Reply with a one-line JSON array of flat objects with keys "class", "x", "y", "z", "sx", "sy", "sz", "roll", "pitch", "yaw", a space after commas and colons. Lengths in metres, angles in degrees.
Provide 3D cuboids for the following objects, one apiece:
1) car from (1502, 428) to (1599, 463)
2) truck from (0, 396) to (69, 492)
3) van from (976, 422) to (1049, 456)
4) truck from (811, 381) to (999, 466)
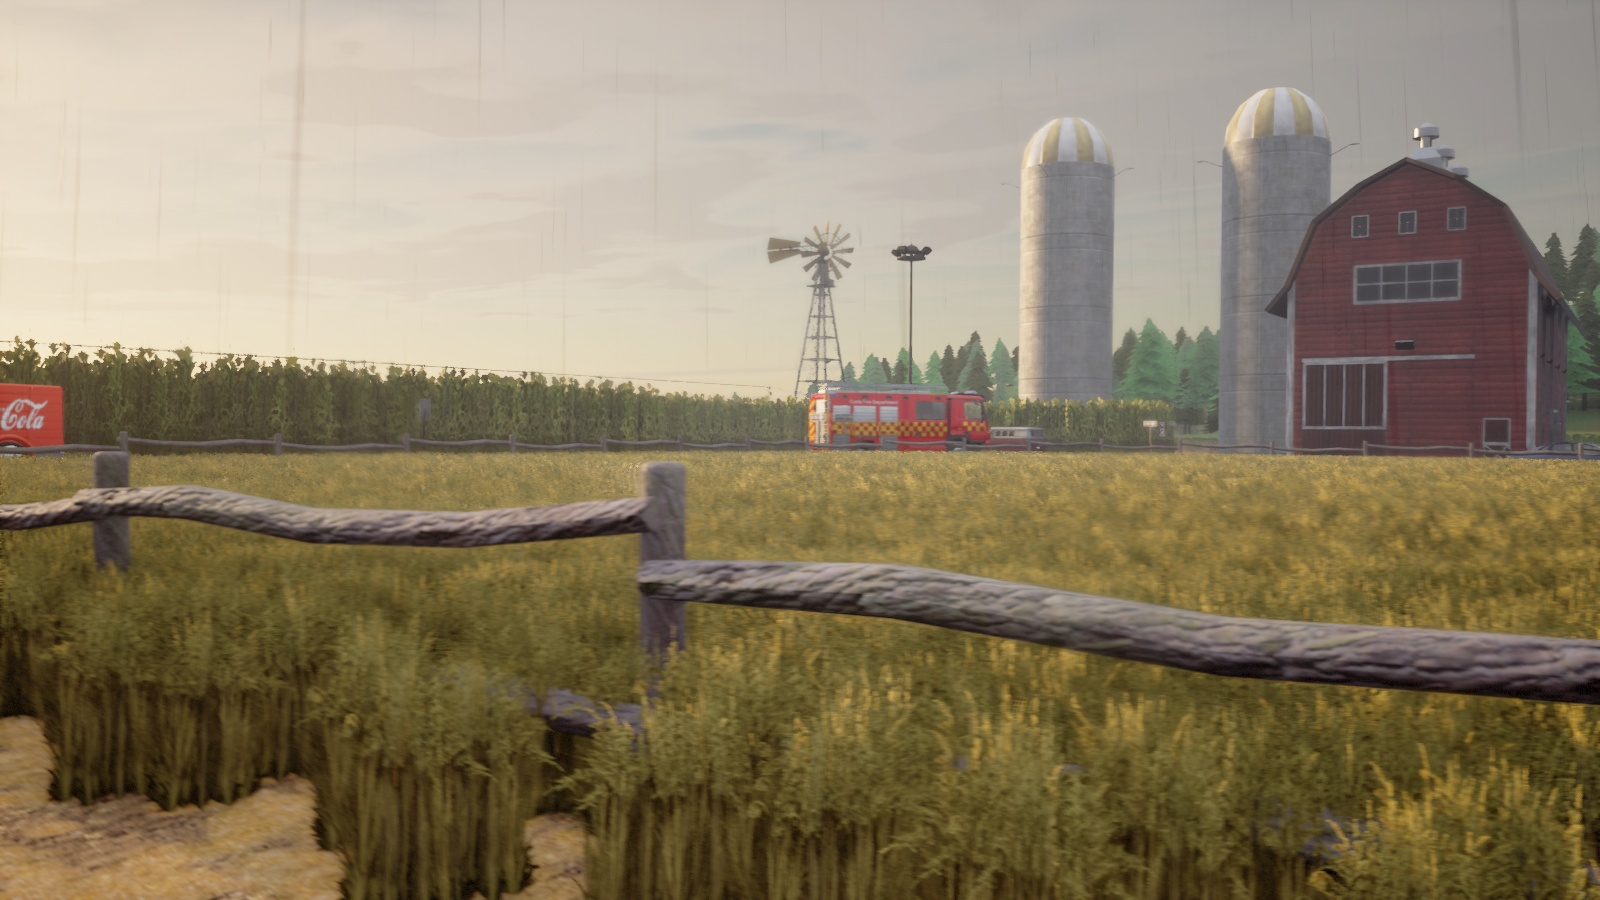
[{"class": "car", "x": 32.191, "y": -0.208, "z": 52.023, "sx": 5.357, "sy": 1.411, "sz": 2.033, "roll": 0, "pitch": 1, "yaw": 32}, {"class": "truck", "x": -22.152, "y": -0.151, "z": 32.230, "sx": 2.627, "sy": 2.467, "sz": 5.204, "roll": 0, "pitch": 0, "yaw": 35}, {"class": "van", "x": 12.995, "y": -0.668, "z": 77.005, "sx": 1.775, "sy": 1.987, "sz": 4.442, "roll": -1, "pitch": 1, "yaw": -37}, {"class": "truck", "x": 4.999, "y": -1.280, "z": 59.615, "sx": 8.468, "sy": 3.827, "sz": 2.891, "roll": -1, "pitch": 1, "yaw": -21}]
